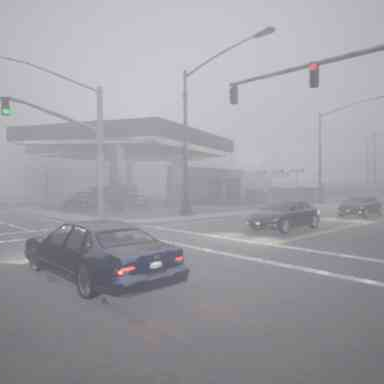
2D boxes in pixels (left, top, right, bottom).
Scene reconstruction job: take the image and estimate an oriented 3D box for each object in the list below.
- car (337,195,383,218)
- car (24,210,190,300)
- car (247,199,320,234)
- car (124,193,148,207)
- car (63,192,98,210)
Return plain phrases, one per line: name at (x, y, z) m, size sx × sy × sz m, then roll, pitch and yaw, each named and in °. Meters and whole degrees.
car at (12.260, 0.998, 24.144) m, size 4.892 × 1.490 × 1.837 m, roll -1°, pitch 1°, yaw -43°
car at (-2.394, 1.406, 8.158) m, size 2.033 × 1.411 × 5.357 m, roll -1°, pitch 1°, yaw -43°
car at (4.769, 1.166, 16.987) m, size 4.892 × 1.490 × 1.837 m, roll -1°, pitch 1°, yaw -44°
car at (-6.425, 0.844, 35.114) m, size 1.970 × 1.475 × 3.806 m, roll -1°, pitch 1°, yaw -42°
car at (-10.124, 0.783, 30.650) m, size 2.242 × 1.667 × 4.611 m, roll -1°, pitch 1°, yaw -42°
